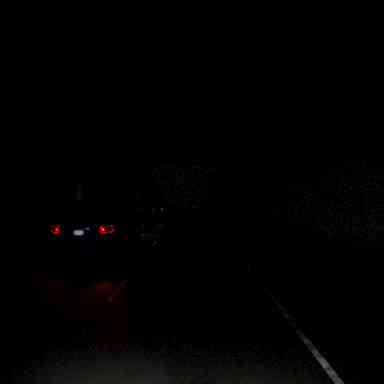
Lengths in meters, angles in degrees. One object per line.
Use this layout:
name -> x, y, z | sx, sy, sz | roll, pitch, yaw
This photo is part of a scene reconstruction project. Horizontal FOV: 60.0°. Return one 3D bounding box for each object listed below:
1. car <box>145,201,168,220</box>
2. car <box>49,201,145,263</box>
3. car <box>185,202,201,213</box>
car -> -3.369, 1.622, 30.938 | 2.097, 1.767, 4.553 | 0, 0, 0
car -> -3.388, 1.333, 12.632 | 2.150, 2.045, 5.566 | 0, 0, 0
car -> 0.143, 1.911, 41.689 | 2.033, 1.411, 5.357 | 0, -1, 0
